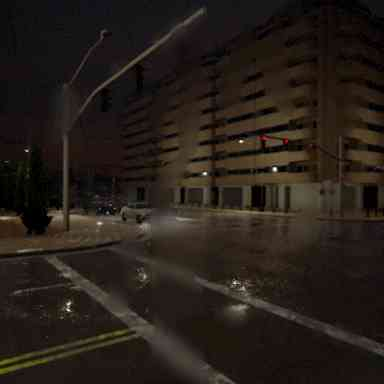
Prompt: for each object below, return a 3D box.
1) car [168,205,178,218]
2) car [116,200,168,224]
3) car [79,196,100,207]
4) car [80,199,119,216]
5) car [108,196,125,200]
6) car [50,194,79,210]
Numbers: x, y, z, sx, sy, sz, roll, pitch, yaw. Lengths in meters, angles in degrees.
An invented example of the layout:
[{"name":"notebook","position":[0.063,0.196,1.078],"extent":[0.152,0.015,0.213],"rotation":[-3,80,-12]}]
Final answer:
[{"name":"car","position":[-3.031,1.617,30.253],"extent":[1.994,1.385,4.181],"rotation":[1,0,-35]},{"name":"car","position":[-3.923,1.553,25.435],"extent":[1.812,1.442,4.674],"rotation":[0,0,-33]},{"name":"car","position":[-14.932,1.618,47.162],"extent":[1.994,1.385,4.181],"rotation":[1,0,-35]},{"name":"car","position":[-9.140,1.629,32.843],"extent":[1.895,1.301,4.718],"rotation":[1,0,-35]},{"name":"car","position":[-8.128,1.545,37.487],"extent":[2.128,1.511,4.902],"rotation":[1,0,-35]},{"name":"car","position":[-17.440,1.248,44.633],"extent":[2.150,2.045,5.566],"rotation":[1,0,-35]}]
